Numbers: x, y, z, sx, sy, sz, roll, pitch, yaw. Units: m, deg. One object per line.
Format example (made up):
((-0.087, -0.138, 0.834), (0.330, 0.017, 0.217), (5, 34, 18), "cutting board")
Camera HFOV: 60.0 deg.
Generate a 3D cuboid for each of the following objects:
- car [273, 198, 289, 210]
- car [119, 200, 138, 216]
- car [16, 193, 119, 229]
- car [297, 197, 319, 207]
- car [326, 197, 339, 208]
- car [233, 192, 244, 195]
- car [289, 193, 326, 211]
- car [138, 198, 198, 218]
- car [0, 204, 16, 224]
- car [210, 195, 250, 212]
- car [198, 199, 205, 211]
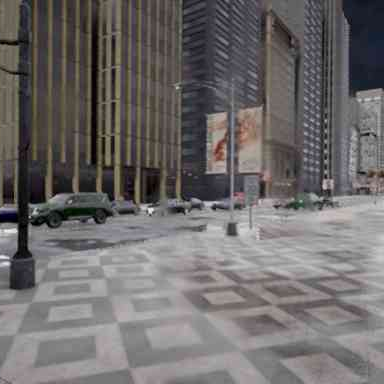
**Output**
((12.126, 1.467, 42.780), (2.033, 1.411, 5.357), (1, 0, 36), "car")
((-6.304, 1.378, 28.476), (1.994, 1.385, 4.181), (1, 0, 35), "car")
((-7.634, 1.064, 21.033), (2.150, 2.045, 5.566), (1, 0, 36), "car")
((17.613, 1.497, 50.535), (1.994, 1.385, 4.181), (1, 0, 36), "car")
((20.013, 1.473, 48.303), (1.837, 1.490, 4.892), (1, 0, 36), "car")
((6.671, 1.070, 46.490), (2.150, 2.045, 5.566), (1, 0, 36), "car")
((13.838, 1.174, 39.609), (2.150, 2.045, 5.566), (1, 0, 36), "car")
((-1.954, 1.345, 28.965), (2.128, 1.511, 4.902), (1, 0, 36), "car")
((-11.438, 1.404, 21.310), (1.895, 1.301, 4.718), (1, 0, 36), "car")
((4.164, 1.417, 37.487), (2.033, 1.411, 5.357), (1, 0, 35), "car")
((-0.378, 1.354, 36.735), (1.812, 1.442, 4.674), (1, 0, 36), "car")
